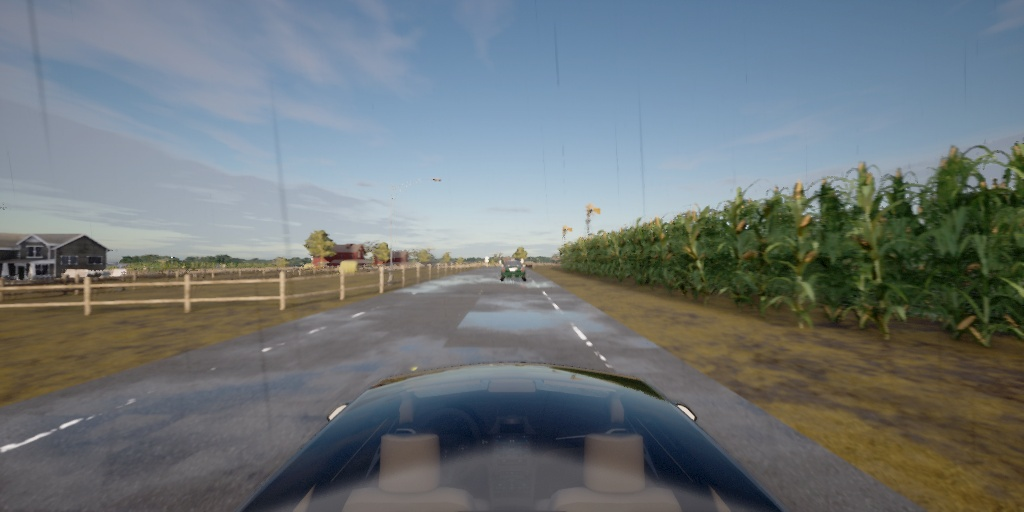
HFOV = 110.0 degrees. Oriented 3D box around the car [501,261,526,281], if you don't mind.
[{"bbox_3d":[0.102,1.180,31.290,2.097,1.767,4.553,0,-1,0],"label":"car"}]
